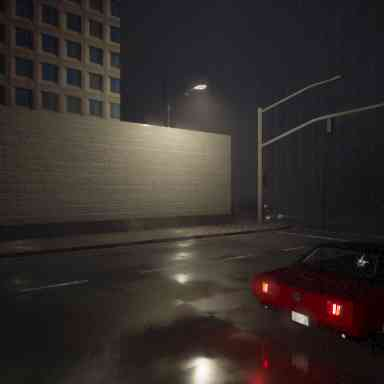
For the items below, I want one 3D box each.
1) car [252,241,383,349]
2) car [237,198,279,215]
[{"bbox_3d":[3.440,1.601,6.238,4.718,1.301,1.895,0,0,-35],"label":"car"},{"bbox_3d":[6.848,1.407,34.698,2.097,1.767,4.553,0,0,-35],"label":"car"}]
